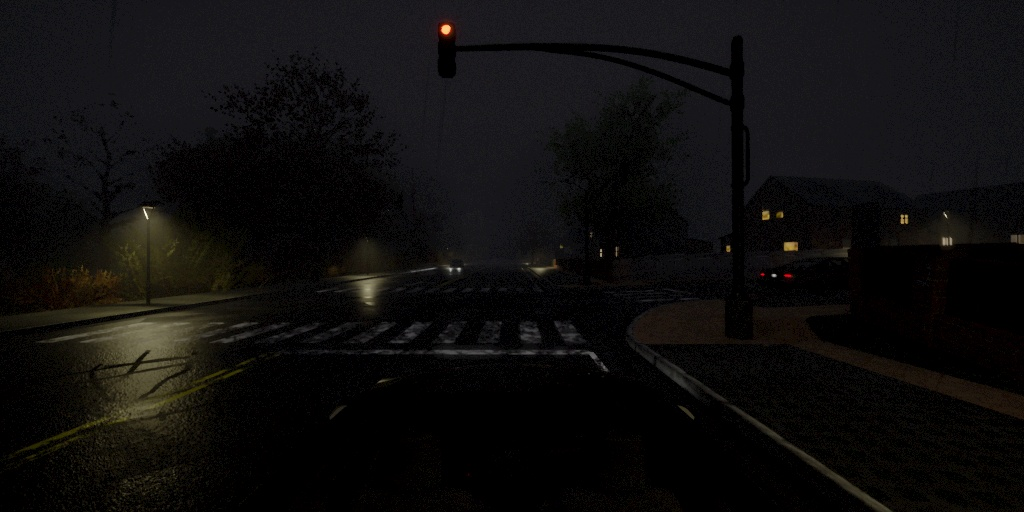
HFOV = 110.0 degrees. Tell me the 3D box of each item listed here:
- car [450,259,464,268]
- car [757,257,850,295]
[{"bbox_3d":[-9.697,1.310,63.260,1.837,1.490,4.892,0,0,0],"label":"car"},{"bbox_3d":[12.835,0.746,14.387,5.357,1.411,2.033,-2,-1,-6],"label":"car"}]
